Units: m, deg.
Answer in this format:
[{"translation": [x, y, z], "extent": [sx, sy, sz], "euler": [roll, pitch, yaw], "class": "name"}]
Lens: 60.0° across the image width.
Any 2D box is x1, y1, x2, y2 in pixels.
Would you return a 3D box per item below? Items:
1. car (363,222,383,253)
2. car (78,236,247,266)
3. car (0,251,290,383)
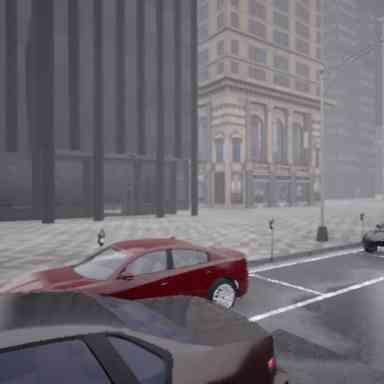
[{"translation": [8.217, 1.560, 12.527], "extent": [4.313, 1.339, 1.947], "euler": [0, 0, -36], "class": "car"}, {"translation": [-0.961, 1.544, 5.968], "extent": [4.507, 1.381, 1.887], "euler": [0, 0, -36], "class": "car"}, {"translation": [-1.676, 1.547, 2.180], "extent": [5.357, 1.411, 2.033], "euler": [0, 0, -36], "class": "car"}]
